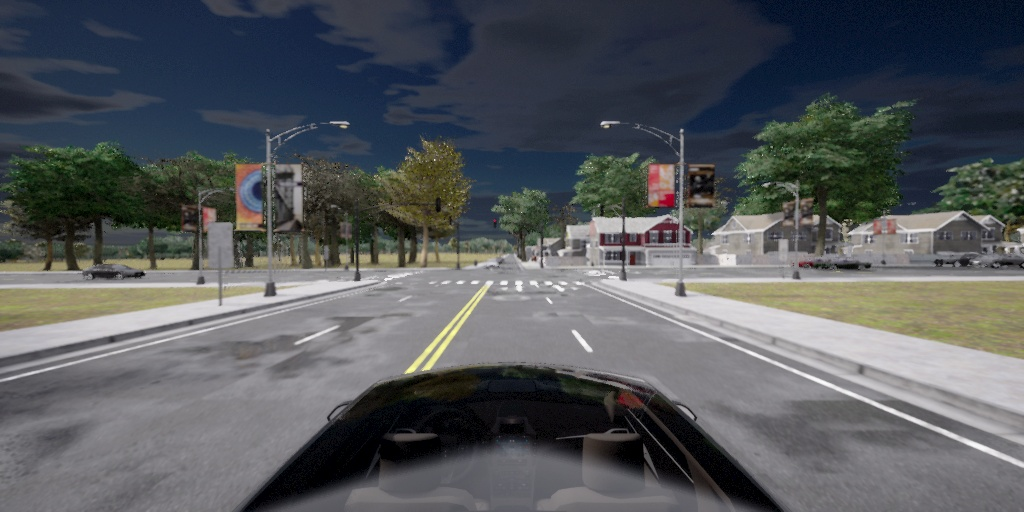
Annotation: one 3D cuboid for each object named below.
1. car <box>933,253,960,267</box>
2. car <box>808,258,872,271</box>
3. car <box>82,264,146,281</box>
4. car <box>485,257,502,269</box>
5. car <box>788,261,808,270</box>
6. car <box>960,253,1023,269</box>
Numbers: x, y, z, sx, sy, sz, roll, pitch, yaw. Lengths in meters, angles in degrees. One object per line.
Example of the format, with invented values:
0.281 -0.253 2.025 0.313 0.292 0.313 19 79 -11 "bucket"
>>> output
50.706 0.397 40.512 4.892 1.490 1.837 0 1 0 "car"
34.386 0.931 37.493 4.718 1.301 1.895 0 1 1 "car"
-38.427 1.546 34.670 4.892 1.490 1.837 0 1 1 "car"
-2.886 1.147 52.637 1.812 1.442 4.674 0 1 0 "car"
34.370 0.857 40.737 4.718 1.301 1.895 0 1 1 "car"
50.680 0.497 37.263 4.902 1.511 2.128 0 1 0 "car"
